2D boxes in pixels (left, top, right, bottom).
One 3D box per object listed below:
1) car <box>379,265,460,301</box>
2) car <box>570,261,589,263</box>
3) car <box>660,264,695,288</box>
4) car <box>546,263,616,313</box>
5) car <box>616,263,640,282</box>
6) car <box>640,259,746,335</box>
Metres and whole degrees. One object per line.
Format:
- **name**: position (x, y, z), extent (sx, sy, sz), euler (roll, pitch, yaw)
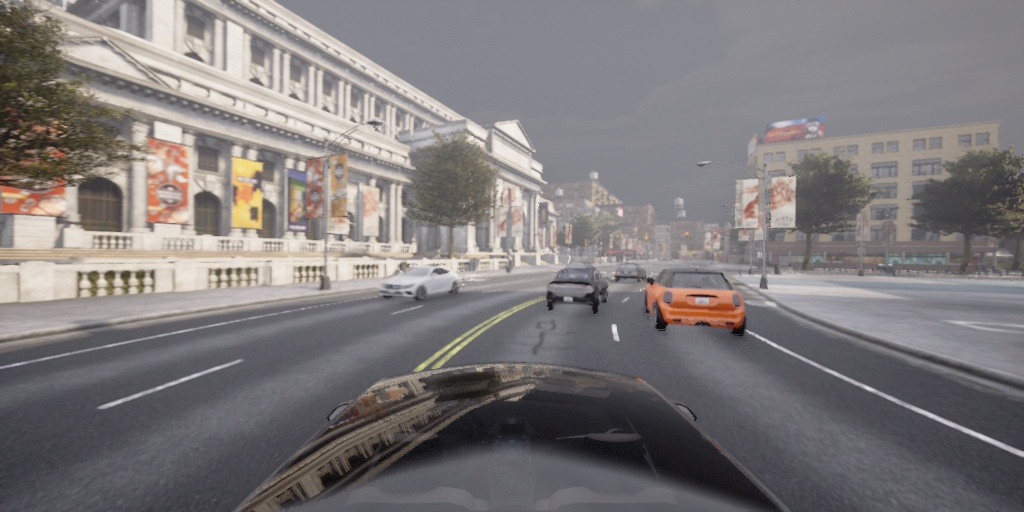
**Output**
- **car**: position (-4.055, 1.152, 16.610), extent (1.812, 1.442, 4.674), euler (1, 0, 20)
- **car**: position (5.168, 1.156, 28.112), extent (1.882, 1.535, 5.008), euler (1, 0, 27)
- **car**: position (11.892, 1.319, 25.609), extent (2.033, 1.411, 5.357), euler (1, 0, 27)
- **car**: position (2.672, 1.211, 14.036), extent (2.128, 1.511, 4.902), euler (1, 0, 20)
- **car**: position (9.505, 1.274, 28.651), extent (2.033, 1.411, 5.357), euler (1, 0, 27)
- **car**: position (5.308, 1.121, 10.973), extent (2.097, 1.767, 4.553), euler (1, 1, 16)
